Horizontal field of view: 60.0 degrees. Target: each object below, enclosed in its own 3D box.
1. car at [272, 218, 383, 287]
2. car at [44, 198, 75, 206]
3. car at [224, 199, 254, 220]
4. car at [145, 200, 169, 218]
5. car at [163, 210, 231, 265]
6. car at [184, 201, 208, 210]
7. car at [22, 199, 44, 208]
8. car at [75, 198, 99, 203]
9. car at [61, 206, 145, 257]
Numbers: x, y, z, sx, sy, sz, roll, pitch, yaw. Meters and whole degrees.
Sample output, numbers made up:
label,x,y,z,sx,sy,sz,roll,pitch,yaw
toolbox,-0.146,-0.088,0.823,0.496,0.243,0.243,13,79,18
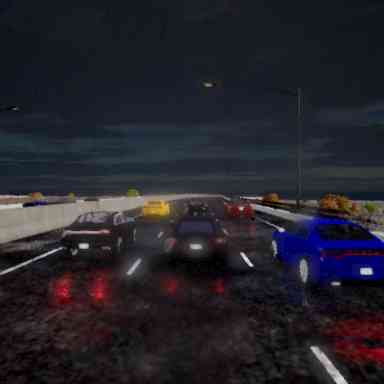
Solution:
label,x,y,z,sx,sy,sz,roll,pitch,yaw
car,3.612,1.461,9.309,1.882,1.535,5.008,0,0,1
car,-16.999,1.524,43.949,2.033,1.411,5.357,0,0,2
car,3.837,1.326,27.731,2.097,1.767,4.553,0,0,1
car,-3.127,1.451,29.604,1.882,1.535,5.008,0,0,1
car,0.137,1.544,11.563,1.994,1.385,4.181,0,0,1
car,0.342,1.465,27.991,2.128,1.511,4.902,0,0,1
car,-20.488,1.577,44.184,1.895,1.301,4.718,0,0,2
car,-13.481,1.503,44.329,1.812,1.442,4.674,0,0,2
car,-3.349,1.470,12.810,2.128,1.511,4.902,0,0,1
